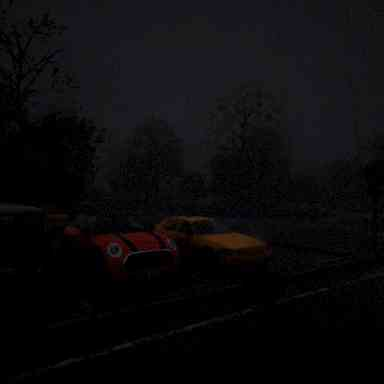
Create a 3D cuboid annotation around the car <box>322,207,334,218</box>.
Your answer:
[{"bbox_3d":[12.886,1.824,35.777,2.185,1.767,4.553,2,-1,-36],"label":"car"}]

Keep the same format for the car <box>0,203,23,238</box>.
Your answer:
[{"bbox_3d":[-11.060,1.471,18.686,1.946,1.575,5.366,0,0,-36],"label":"car"}]

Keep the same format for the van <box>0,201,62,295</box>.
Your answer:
[{"bbox_3d":[-4.764,1.245,8.014,1.878,1.987,4.442,0,0,-36],"label":"van"}]

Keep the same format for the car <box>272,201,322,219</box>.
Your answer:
[{"bbox_3d":[10.340,1.914,33.882,2.002,1.452,4.674,2,-1,-36],"label":"car"}]

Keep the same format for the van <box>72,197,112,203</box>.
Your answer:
[{"bbox_3d":[-6.460,1.282,21.637,1.878,1.987,4.442,1,0,-36],"label":"van"}]

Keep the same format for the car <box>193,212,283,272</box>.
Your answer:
[{"bbox_3d":[0.238,1.499,11.257,1.946,1.575,5.366,1,0,-36],"label":"car"}]

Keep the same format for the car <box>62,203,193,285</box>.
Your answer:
[{"bbox_3d":[-2.253,1.355,9.724,2.185,1.767,4.553,1,0,-36],"label":"car"}]
